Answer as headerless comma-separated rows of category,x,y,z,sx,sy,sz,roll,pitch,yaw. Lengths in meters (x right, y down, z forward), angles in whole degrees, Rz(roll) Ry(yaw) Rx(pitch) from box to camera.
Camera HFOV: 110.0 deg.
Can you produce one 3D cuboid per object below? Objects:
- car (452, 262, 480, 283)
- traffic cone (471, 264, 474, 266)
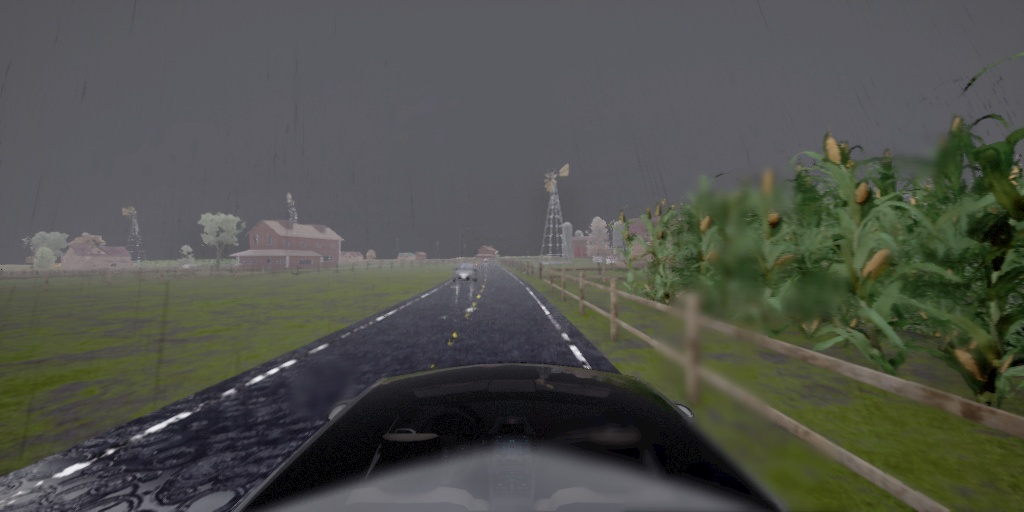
car,-3.616,1.256,28.360,2.128,1.511,4.902,1,0,-3
traffic cone,-6.266,1.789,53.260,0.340,0.580,0.340,0,0,-4
